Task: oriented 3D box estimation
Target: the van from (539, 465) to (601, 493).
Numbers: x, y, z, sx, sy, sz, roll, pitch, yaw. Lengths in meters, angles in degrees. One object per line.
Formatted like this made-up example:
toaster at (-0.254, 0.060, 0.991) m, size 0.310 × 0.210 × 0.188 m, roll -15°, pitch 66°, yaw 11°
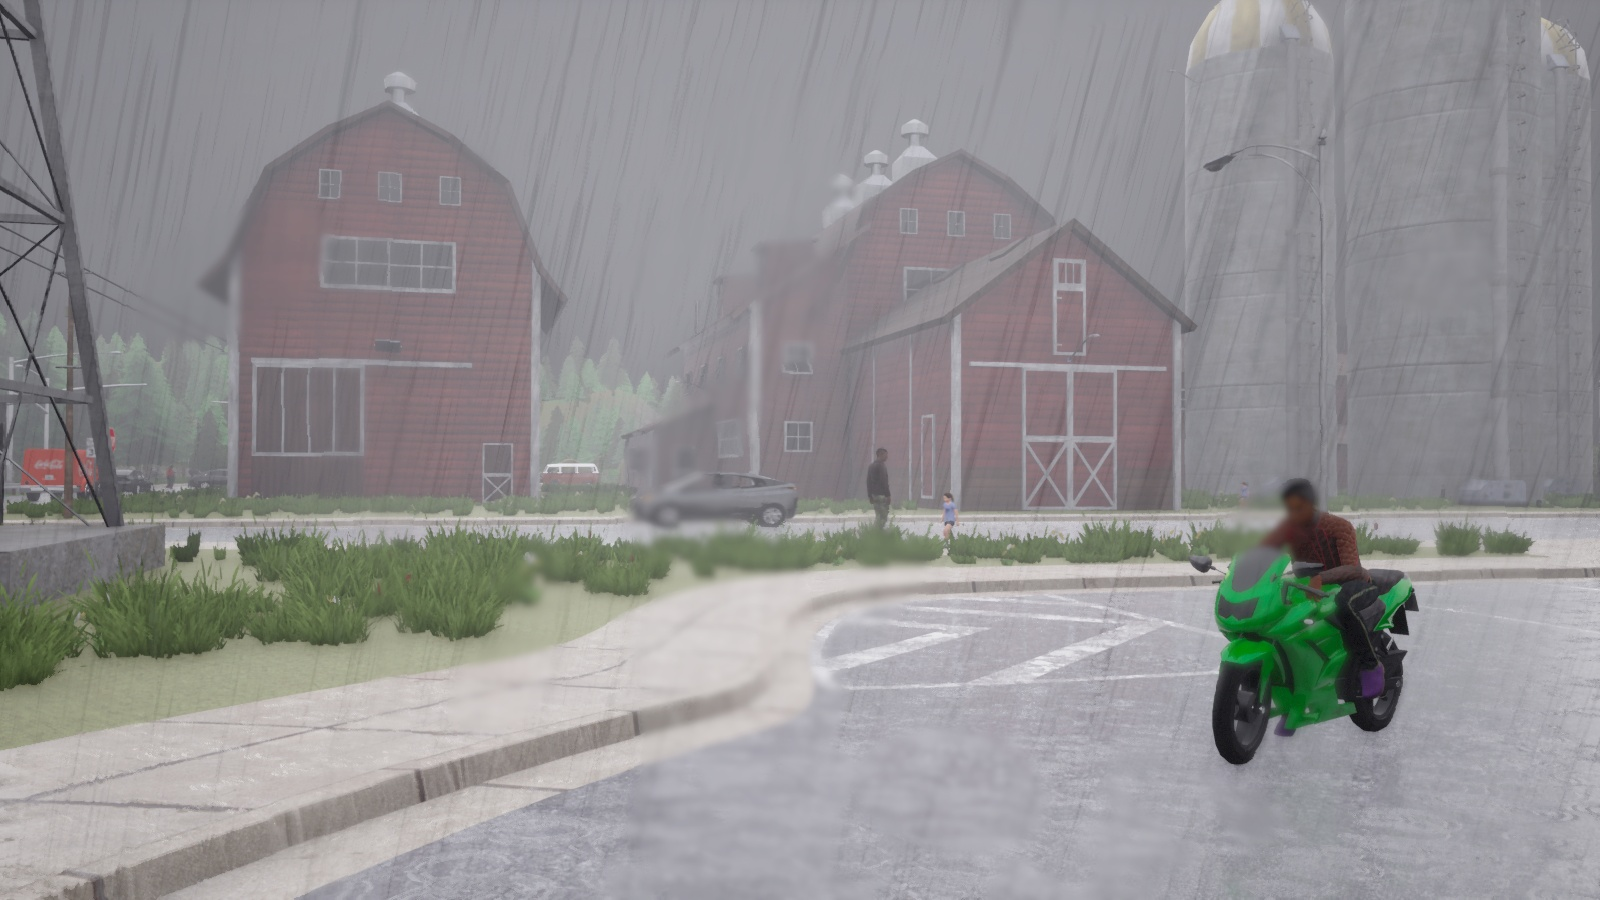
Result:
van at (-17.421, 2.174, 95.091) m, size 4.480 × 2.038 × 2.069 m, roll 0°, pitch -1°, yaw -15°

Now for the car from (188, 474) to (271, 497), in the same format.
car at (-38.900, 2.389, 85.722) m, size 4.892 × 1.490 × 1.837 m, roll 0°, pitch -1°, yaw -15°

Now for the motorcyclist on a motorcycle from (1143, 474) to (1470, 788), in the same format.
motorcyclist on a motorcycle at (2.901, 0.904, 7.094) m, size 2.044 × 1.523 × 0.797 m, roll 1°, pitch -1°, yaw -39°

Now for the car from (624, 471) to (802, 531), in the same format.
car at (-2.380, 1.341, 34.008) m, size 4.514 × 1.525 × 2.007 m, roll 0°, pitch -1°, yaw -15°

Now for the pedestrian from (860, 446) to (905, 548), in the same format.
pedestrian at (1.515, 0.850, 23.072) m, size 0.703 × 1.840 × 0.431 m, roll 0°, pitch -1°, yaw -23°

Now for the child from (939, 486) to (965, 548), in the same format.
child at (2.779, 1.224, 23.009) m, size 0.394 × 1.110 × 0.255 m, roll 0°, pitch -1°, yaw -29°

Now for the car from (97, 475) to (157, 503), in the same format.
car at (-37.836, 2.155, 70.686) m, size 1.837 × 1.490 × 4.892 m, roll 0°, pitch -1°, yaw -14°

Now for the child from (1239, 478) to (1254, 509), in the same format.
child at (15.667, 1.525, 44.038) m, size 0.394 × 1.110 × 0.255 m, roll 0°, pitch -1°, yaw -16°

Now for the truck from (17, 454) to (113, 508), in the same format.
truck at (-35.317, 1.483, 60.529) m, size 2.627 × 2.467 × 5.204 m, roll 0°, pitch -1°, yaw -14°
